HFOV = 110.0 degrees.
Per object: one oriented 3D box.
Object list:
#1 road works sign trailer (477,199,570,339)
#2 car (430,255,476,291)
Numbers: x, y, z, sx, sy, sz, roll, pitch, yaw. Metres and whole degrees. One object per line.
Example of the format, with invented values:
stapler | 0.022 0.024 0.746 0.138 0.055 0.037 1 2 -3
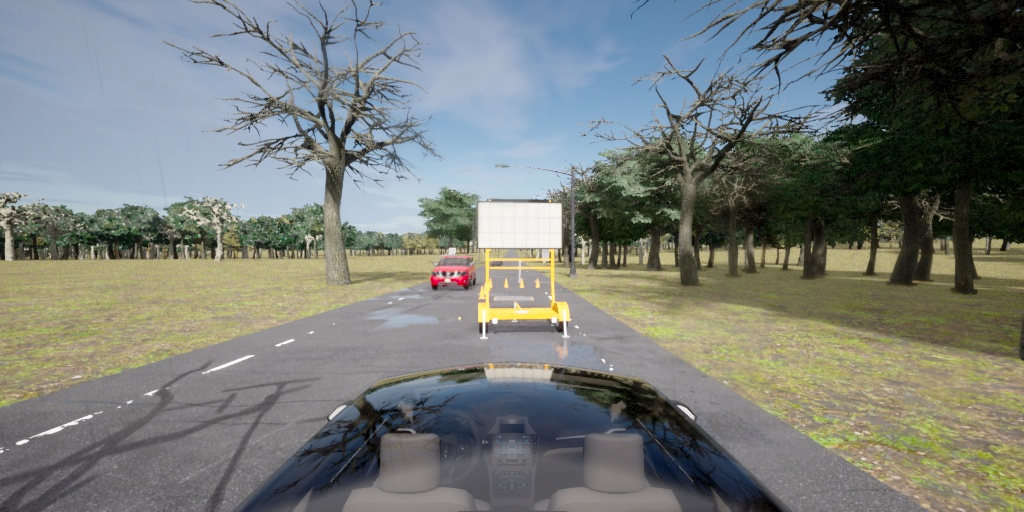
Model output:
road works sign trailer | 0.211 0.212 10.114 2.380 3.560 2.880 0 0 -5
car | -3.484 0.977 22.259 2.150 2.045 5.566 0 0 0
